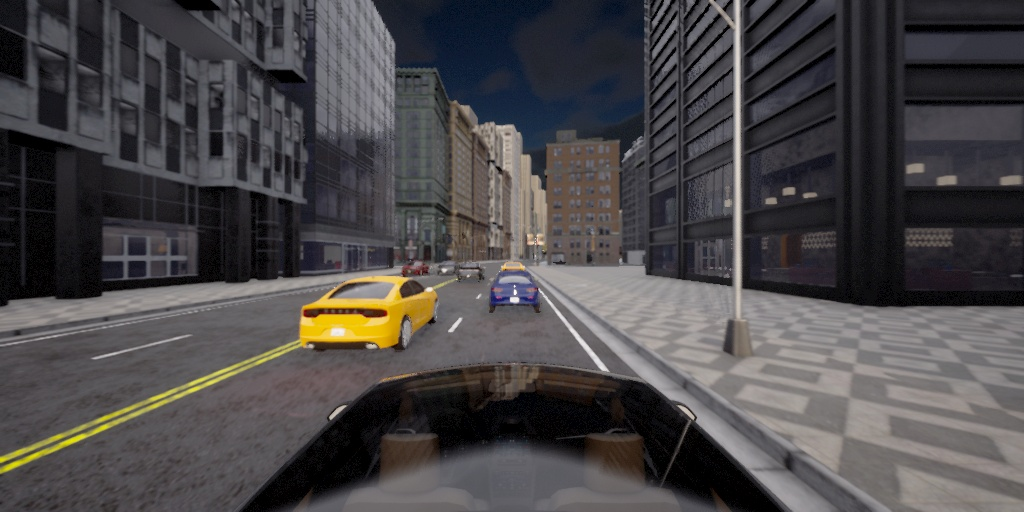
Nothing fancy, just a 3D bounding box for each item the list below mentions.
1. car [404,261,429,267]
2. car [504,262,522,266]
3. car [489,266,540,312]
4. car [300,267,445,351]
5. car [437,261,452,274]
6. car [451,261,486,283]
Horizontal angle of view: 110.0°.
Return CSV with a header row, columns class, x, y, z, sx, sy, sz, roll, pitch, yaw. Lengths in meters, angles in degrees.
class,x,y,z,sx,sy,sz,roll,pitch,yaw
car,-9.855,1.249,36.947,1.882,1.535,5.008,0,0,0
car,0.085,1.240,30.058,1.882,1.535,5.008,0,0,0
car,0.090,1.278,14.093,1.812,1.442,4.674,0,0,0
car,-3.169,1.228,9.018,1.882,1.535,5.008,0,0,0
car,-6.605,1.264,37.526,2.128,1.511,4.902,0,0,0
car,-3.166,1.252,28.498,2.128,1.511,4.902,0,0,0
